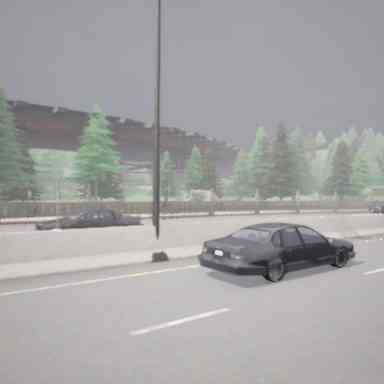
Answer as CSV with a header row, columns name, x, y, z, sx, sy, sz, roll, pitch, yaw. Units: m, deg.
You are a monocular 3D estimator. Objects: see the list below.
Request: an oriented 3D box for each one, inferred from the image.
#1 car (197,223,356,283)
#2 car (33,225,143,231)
name,x,y,z,sx,sy,sz,roll,pitch,yaw
car,2.729,1.642,9.994,5.357,1.411,2.033,1,0,-35
car,-5.271,1.616,17.429,5.357,1.411,2.033,1,0,-35
